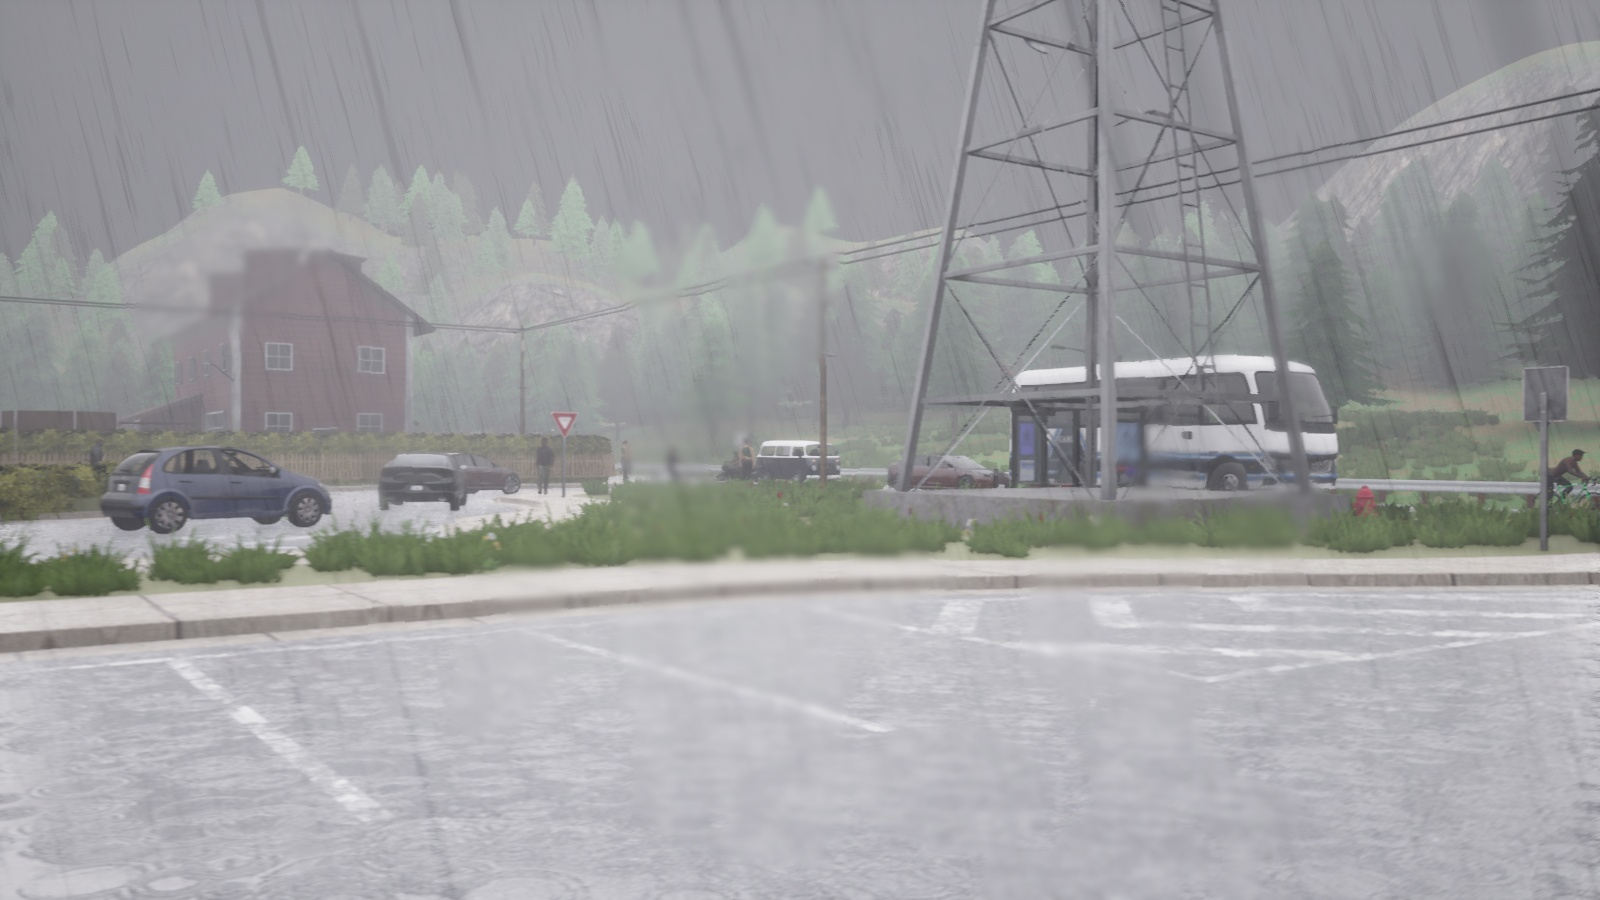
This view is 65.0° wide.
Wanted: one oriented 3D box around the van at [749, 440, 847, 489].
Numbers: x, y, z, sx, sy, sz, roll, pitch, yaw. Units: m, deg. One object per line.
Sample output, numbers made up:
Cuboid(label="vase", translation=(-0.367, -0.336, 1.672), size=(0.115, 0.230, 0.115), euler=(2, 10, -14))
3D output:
Cuboid(label="van", translation=(-0.139, 0.600, 53.724), size=(2.069, 2.038, 4.480), euler=(0, 0, -34))

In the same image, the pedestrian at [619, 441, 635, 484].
Cuboid(label="pedestrian", translation=(-7.531, 0.550, 54.696), size=(0.345, 1.836, 0.594), euler=(0, 0, 40))

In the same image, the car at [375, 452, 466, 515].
Cuboid(label="car", translation=(-9.909, 0.825, 33.112), size=(1.882, 1.535, 5.008), euler=(0, 0, -12))

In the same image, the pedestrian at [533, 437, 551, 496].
Cuboid(label="pedestrian", translation=(-8.031, 0.513, 39.139), size=(0.431, 1.840, 0.703), euler=(0, 0, -1))

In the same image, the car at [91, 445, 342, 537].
Cuboid(label="car", translation=(-11.193, 0.726, 24.294), size=(1.851, 1.617, 3.988), euler=(0, 0, 39))

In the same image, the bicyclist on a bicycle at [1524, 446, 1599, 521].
Cuboid(label="bicyclist on a bicycle", translation=(17.133, 0.730, 27.950), size=(0.582, 1.620, 1.656), euler=(0, 0, -34))

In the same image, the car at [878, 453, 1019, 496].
Cuboid(label="car", translation=(5.314, 0.845, 45.465), size=(2.163, 1.488, 4.792), euler=(0, 0, -44))

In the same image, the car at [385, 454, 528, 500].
Cuboid(label="car", translation=(-11.639, 0.874, 42.945), size=(2.163, 1.488, 4.792), euler=(0, 0, 24))

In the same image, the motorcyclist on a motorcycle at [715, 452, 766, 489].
Cuboid(label="motorcyclist on a motorcycle", translation=(-2.534, 0.863, 53.282), size=(2.044, 1.523, 0.797), euler=(0, 0, -12))

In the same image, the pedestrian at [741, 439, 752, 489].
Cuboid(label="pedestrian", translation=(-1.974, 0.517, 46.126), size=(0.345, 1.836, 0.594), euler=(0, 0, 2))

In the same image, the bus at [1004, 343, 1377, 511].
Cuboid(label="bus", translation=(11.045, -0.564, 37.032), size=(3.944, 4.253, 10.273), euler=(0, 0, -34))

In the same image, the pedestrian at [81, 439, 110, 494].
Cuboid(label="pedestrian", translation=(-24.471, 0.559, 43.614), size=(0.849, 1.883, 0.563), euler=(0, 0, -33))

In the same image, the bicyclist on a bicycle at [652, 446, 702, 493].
Cuboid(label="bicyclist on a bicycle", translation=(-4.724, 0.743, 48.221), size=(1.843, 1.776, 0.659), euler=(0, 0, -36))
